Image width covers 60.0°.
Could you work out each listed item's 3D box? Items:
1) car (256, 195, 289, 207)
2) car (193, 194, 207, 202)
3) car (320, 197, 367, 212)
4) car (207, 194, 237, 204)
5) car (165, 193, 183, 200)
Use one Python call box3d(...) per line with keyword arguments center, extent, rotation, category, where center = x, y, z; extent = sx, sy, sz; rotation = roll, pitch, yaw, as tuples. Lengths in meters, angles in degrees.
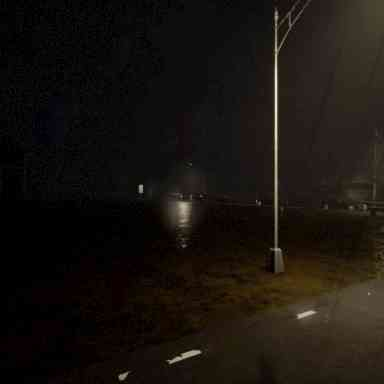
box3d(center=(10.671, 1.176, 44.291), extent=(1.837, 1.490, 4.892), rotation=(2, 0, -35), category="car")
box3d(center=(2.039, 1.098, 62.698), extent=(1.837, 1.490, 4.892), rotation=(2, -1, -35), category="car")
box3d(center=(16.421, 1.292, 36.173), extent=(1.837, 1.490, 4.892), rotation=(2, 0, -35), category="car")
box3d(center=(4.907, 1.173, 52.439), extent=(1.895, 1.301, 4.718), rotation=(2, -1, -35), category="car")
box3d(center=(-4.001, 0.954, 71.225), extent=(1.895, 1.301, 4.718), rotation=(2, -1, -35), category="car")
